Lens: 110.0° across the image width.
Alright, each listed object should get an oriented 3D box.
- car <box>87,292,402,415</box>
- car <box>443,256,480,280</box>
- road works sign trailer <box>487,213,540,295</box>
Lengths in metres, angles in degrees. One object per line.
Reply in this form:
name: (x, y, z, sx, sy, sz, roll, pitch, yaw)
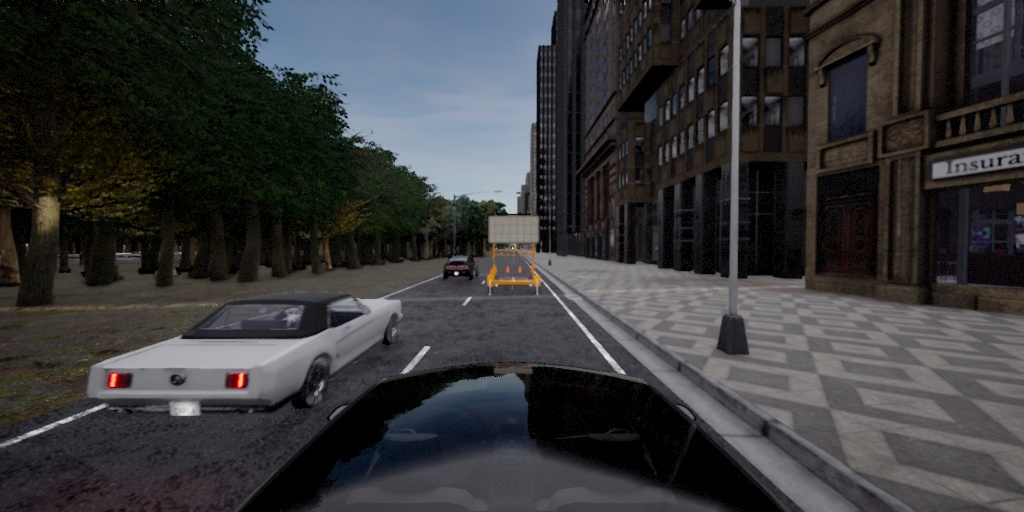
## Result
car: (-3.380, 1.244, 5.938, 1.895, 1.301, 4.718, 0, 1, 0)
car: (-3.283, 0.721, 23.649, 1.837, 1.490, 4.892, 0, 1, 0)
road works sign trailer: (0.078, -0.159, 16.604, 2.380, 3.560, 2.880, 0, 0, 0)
